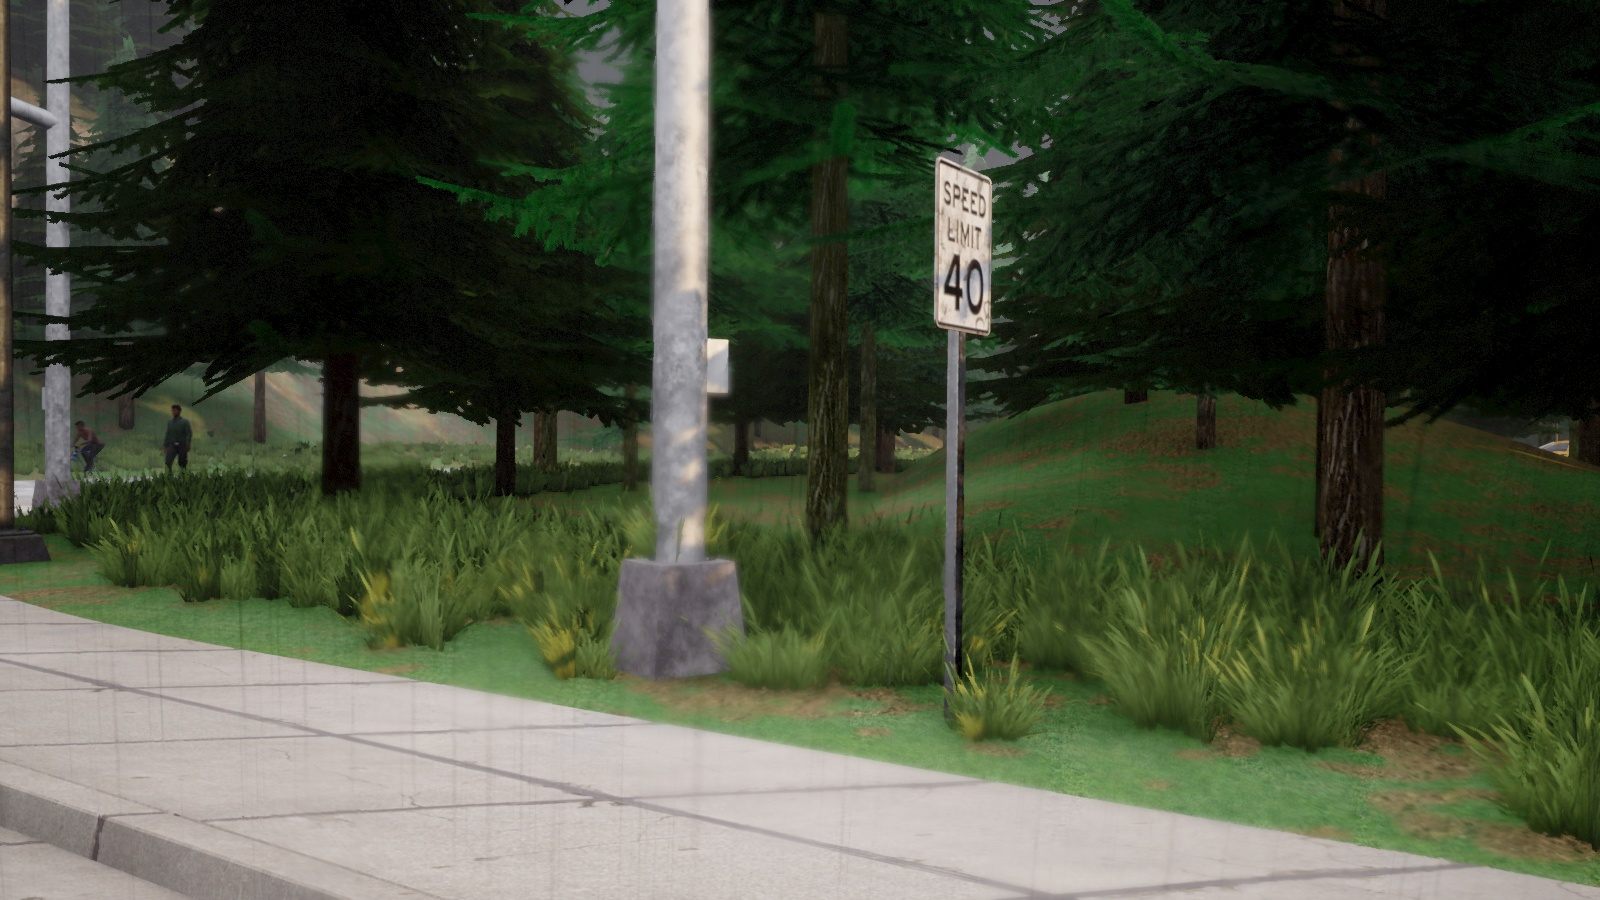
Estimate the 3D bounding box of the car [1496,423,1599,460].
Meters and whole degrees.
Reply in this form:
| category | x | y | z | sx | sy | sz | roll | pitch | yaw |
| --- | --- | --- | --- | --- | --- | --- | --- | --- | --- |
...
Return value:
| category | x | y | z | sx | sy | sz | roll | pitch | yaw |
| --- | --- | --- | --- | --- | --- | --- | --- | --- | --- |
| car | 33.110 | -0.368 | 54.063 | 5.366 | 1.575 | 1.801 | 0 | 1 | 33 |

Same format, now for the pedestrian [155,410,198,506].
| category | x | y | z | sx | sy | sz | roll | pitch | yaw |
| --- | --- | --- | --- | --- | --- | --- | --- | --- | --- |
| pedestrian | -12.837 | 0.157 | 25.866 | 0.423 | 1.949 | 0.788 | 0 | 1 | 6 |

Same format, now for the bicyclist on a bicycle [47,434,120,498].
| category | x | y | z | sx | sy | sz | roll | pitch | yaw |
| --- | --- | --- | --- | --- | --- | --- | --- | --- | --- |
| bicyclist on a bicycle | -18.749 | 0.405 | 32.878 | 0.582 | 1.620 | 1.656 | 0 | 1 | 20 |
